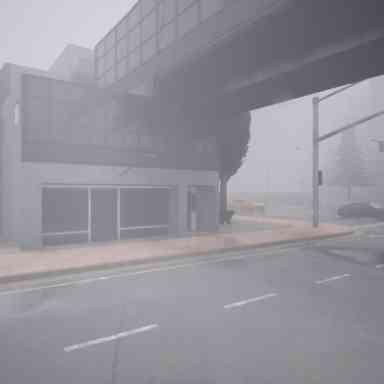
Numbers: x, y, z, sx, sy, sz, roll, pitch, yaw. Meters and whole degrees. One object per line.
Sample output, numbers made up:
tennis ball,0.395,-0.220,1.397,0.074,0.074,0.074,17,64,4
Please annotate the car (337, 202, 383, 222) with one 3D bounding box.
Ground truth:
car,14.075,1.526,26.690,1.812,1.442,4.674,0,0,-39

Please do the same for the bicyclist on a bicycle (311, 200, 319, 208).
bicyclist on a bicycle,15.798,1.301,42.754,1.656,1.620,0.582,0,0,-36

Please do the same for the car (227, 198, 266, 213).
car,6.065,1.478,37.477,1.882,1.535,5.008,0,0,-36
